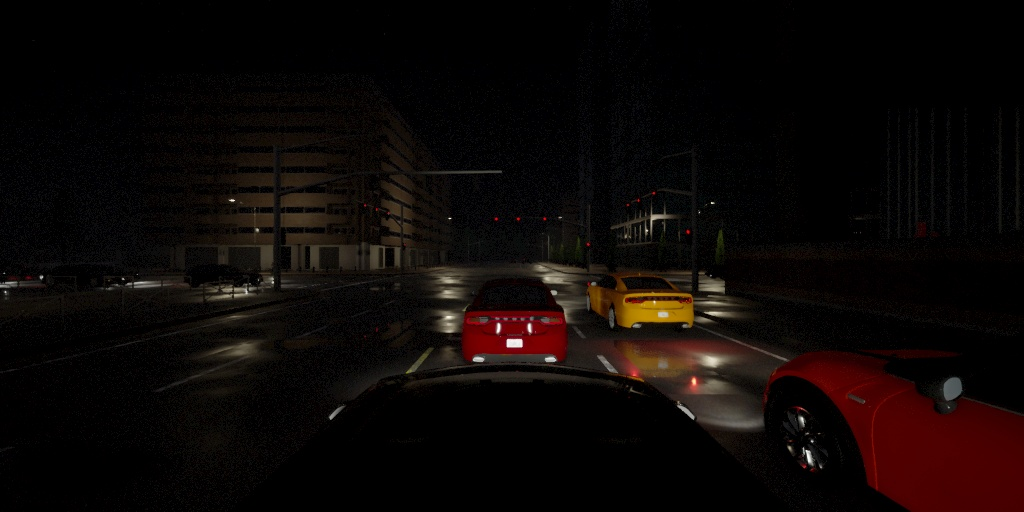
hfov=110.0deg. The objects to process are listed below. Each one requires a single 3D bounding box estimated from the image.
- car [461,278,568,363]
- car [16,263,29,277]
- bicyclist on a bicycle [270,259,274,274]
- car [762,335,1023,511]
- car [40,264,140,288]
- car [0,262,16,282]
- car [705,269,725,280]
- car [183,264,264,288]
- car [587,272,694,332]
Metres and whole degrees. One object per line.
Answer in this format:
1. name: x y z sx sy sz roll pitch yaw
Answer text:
1. car: 0.060 1.228 8.144 1.882 1.535 5.008 0 0 0
2. car: -50.342 1.297 34.947 4.902 1.511 2.128 0 0 1
3. bicyclist on a bicycle: -25.531 1.106 38.680 0.582 1.620 1.656 0 0 0
4. car: 3.600 1.102 1.772 2.097 1.767 4.553 0 0 0
5. car: -28.665 1.310 24.210 4.892 1.490 1.837 0 0 0
6. car: -42.245 1.331 27.780 4.674 1.442 1.812 0 0 0
7. car: 19.527 1.406 31.220 4.718 1.301 1.895 0 0 0
8. car: -19.425 1.331 24.192 4.674 1.442 1.812 0 0 0
9. car: 3.579 1.228 10.918 1.882 1.535 5.008 0 0 0
